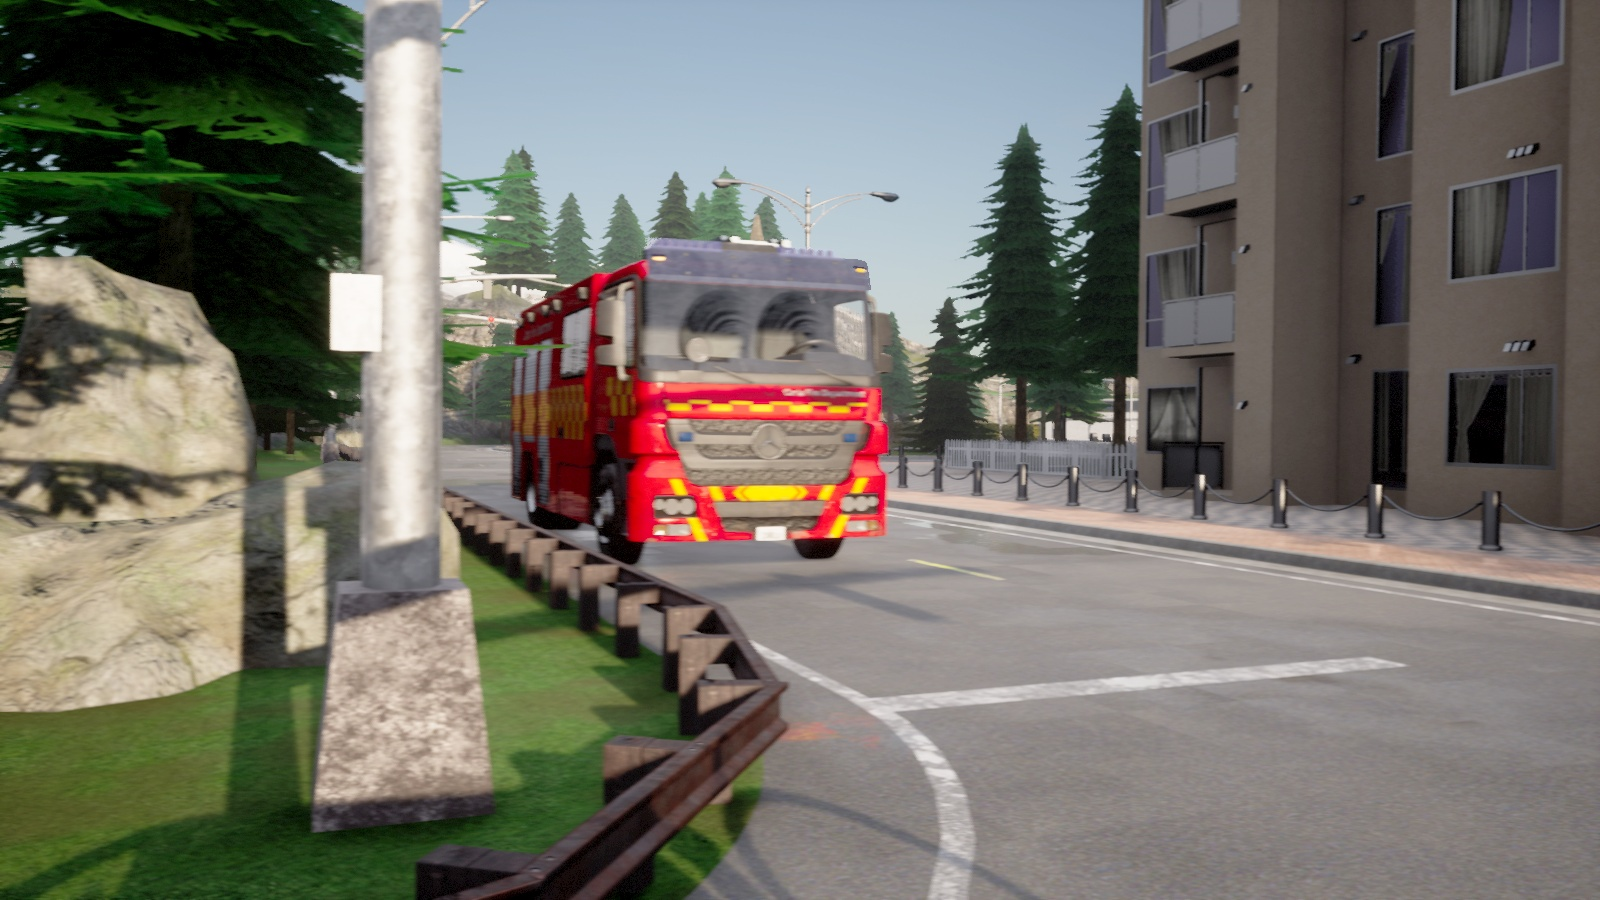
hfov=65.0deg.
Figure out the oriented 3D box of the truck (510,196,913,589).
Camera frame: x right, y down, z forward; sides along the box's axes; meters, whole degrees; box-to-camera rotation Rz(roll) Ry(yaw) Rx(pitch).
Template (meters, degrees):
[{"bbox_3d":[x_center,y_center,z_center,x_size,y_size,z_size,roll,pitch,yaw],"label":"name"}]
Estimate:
[{"bbox_3d":[-1.719,-0.630,16.691,2.891,3.827,8.468,-1,1,-21],"label":"truck"}]
